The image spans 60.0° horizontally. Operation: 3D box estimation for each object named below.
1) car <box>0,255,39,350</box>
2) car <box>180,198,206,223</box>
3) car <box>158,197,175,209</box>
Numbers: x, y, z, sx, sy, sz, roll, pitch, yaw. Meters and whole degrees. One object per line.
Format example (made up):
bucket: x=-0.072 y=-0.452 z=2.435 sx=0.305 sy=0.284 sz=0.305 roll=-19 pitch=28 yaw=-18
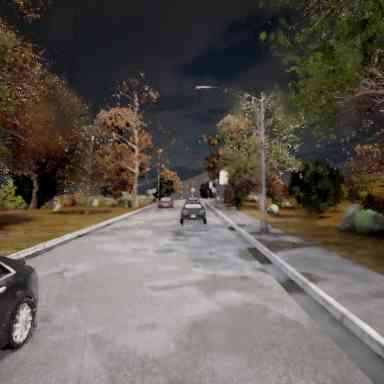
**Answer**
car: x=-3.350 y=1.504 z=3.416 sx=1.837 sy=1.490 sz=4.892 roll=0 pitch=0 yaw=0
car: x=0.083 y=1.461 z=24.708 sx=1.812 sy=1.442 sz=4.674 roll=0 pitch=0 yaw=0
car: x=-3.344 y=1.392 z=43.413 sx=1.812 sy=1.442 sz=4.674 roll=0 pitch=0 yaw=0
